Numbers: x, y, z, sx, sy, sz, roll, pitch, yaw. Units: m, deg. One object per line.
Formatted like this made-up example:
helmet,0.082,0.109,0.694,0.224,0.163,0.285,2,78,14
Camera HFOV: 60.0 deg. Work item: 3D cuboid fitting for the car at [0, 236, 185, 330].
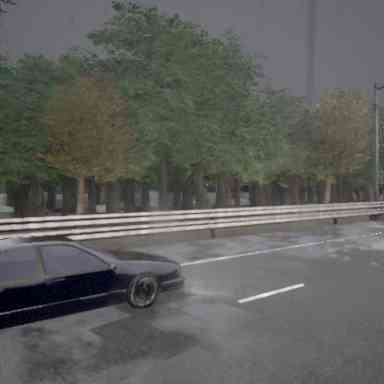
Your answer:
car,-2.765,1.539,6.073,5.357,1.411,2.033,0,0,-36
